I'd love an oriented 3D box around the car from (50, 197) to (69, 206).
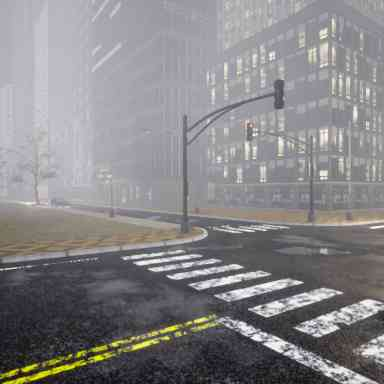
[{"bbox_3d":[-21.668,1.553,54.255,2.033,1.411,5.357,0,0,-35],"label":"car"}]
